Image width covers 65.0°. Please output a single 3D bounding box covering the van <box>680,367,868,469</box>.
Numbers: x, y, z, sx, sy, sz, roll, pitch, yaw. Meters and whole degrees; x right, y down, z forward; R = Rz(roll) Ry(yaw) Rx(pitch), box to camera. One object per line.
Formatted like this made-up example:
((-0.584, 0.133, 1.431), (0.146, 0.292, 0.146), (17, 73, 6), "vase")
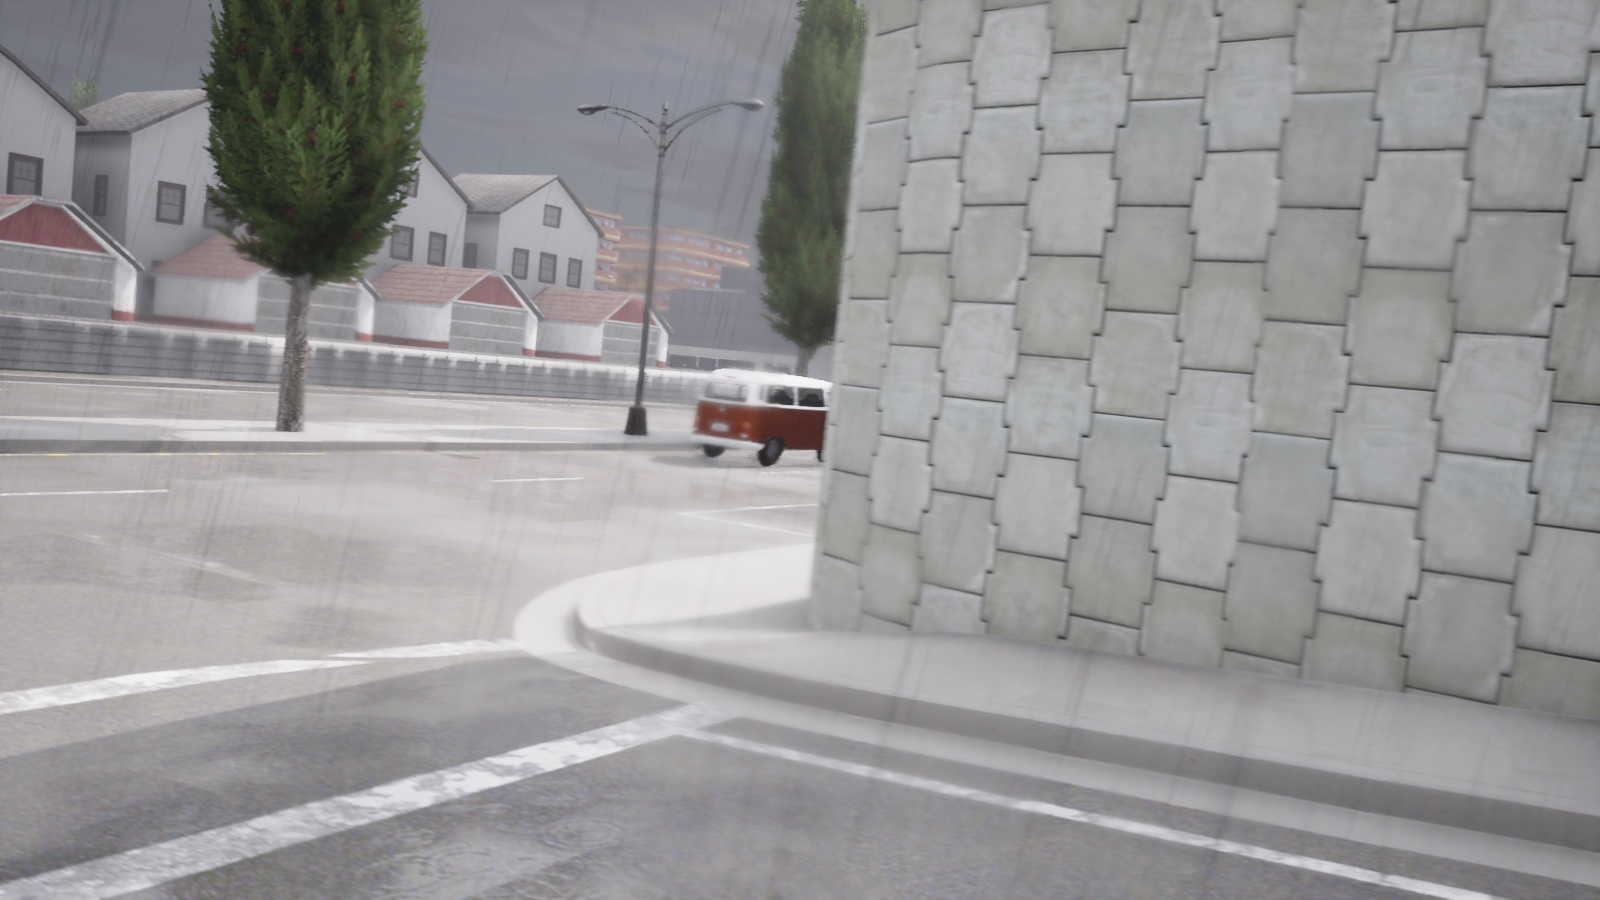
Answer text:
((-0.504, -0.733, 28.986), (2.069, 2.038, 4.480), (7, 4, 32), "van")
